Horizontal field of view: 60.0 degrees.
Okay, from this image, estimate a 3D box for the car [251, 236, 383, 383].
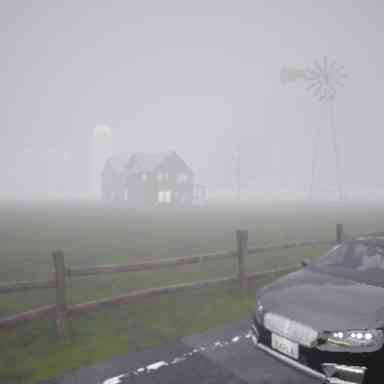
[{"bbox_3d":[3.053,1.512,5.254,4.902,1.511,2.128,0,0,-36],"label":"car"}]
